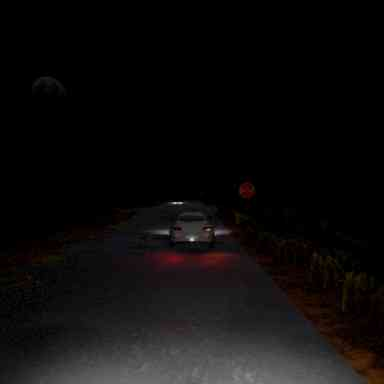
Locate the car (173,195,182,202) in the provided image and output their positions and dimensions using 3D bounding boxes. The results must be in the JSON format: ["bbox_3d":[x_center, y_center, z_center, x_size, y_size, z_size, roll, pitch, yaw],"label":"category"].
[{"bbox_3d":[-3.100,1.468,73.962,2.128,1.511,4.902,0,0,0],"label":"car"}]

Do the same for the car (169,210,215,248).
[{"bbox_3d":[0.000,1.515,14.648,1.812,1.442,4.674,0,0,0],"label":"car"}]
